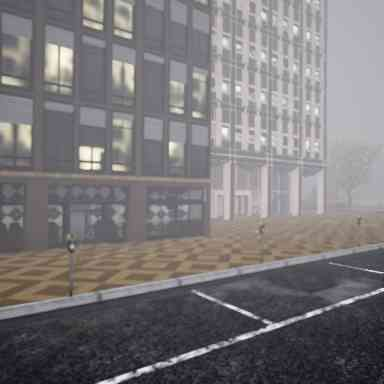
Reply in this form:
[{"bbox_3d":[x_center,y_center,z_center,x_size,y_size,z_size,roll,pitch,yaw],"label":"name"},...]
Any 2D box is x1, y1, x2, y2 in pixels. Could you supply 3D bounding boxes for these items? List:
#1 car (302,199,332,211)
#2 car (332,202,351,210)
[{"bbox_3d":[18.181,1.991,51.162,2.192,1.841,5.009,0,-1,-36],"label":"car"},{"bbox_3d":[24.615,2.346,56.032,1.802,1.307,4.206,0,-1,-36],"label":"car"}]
